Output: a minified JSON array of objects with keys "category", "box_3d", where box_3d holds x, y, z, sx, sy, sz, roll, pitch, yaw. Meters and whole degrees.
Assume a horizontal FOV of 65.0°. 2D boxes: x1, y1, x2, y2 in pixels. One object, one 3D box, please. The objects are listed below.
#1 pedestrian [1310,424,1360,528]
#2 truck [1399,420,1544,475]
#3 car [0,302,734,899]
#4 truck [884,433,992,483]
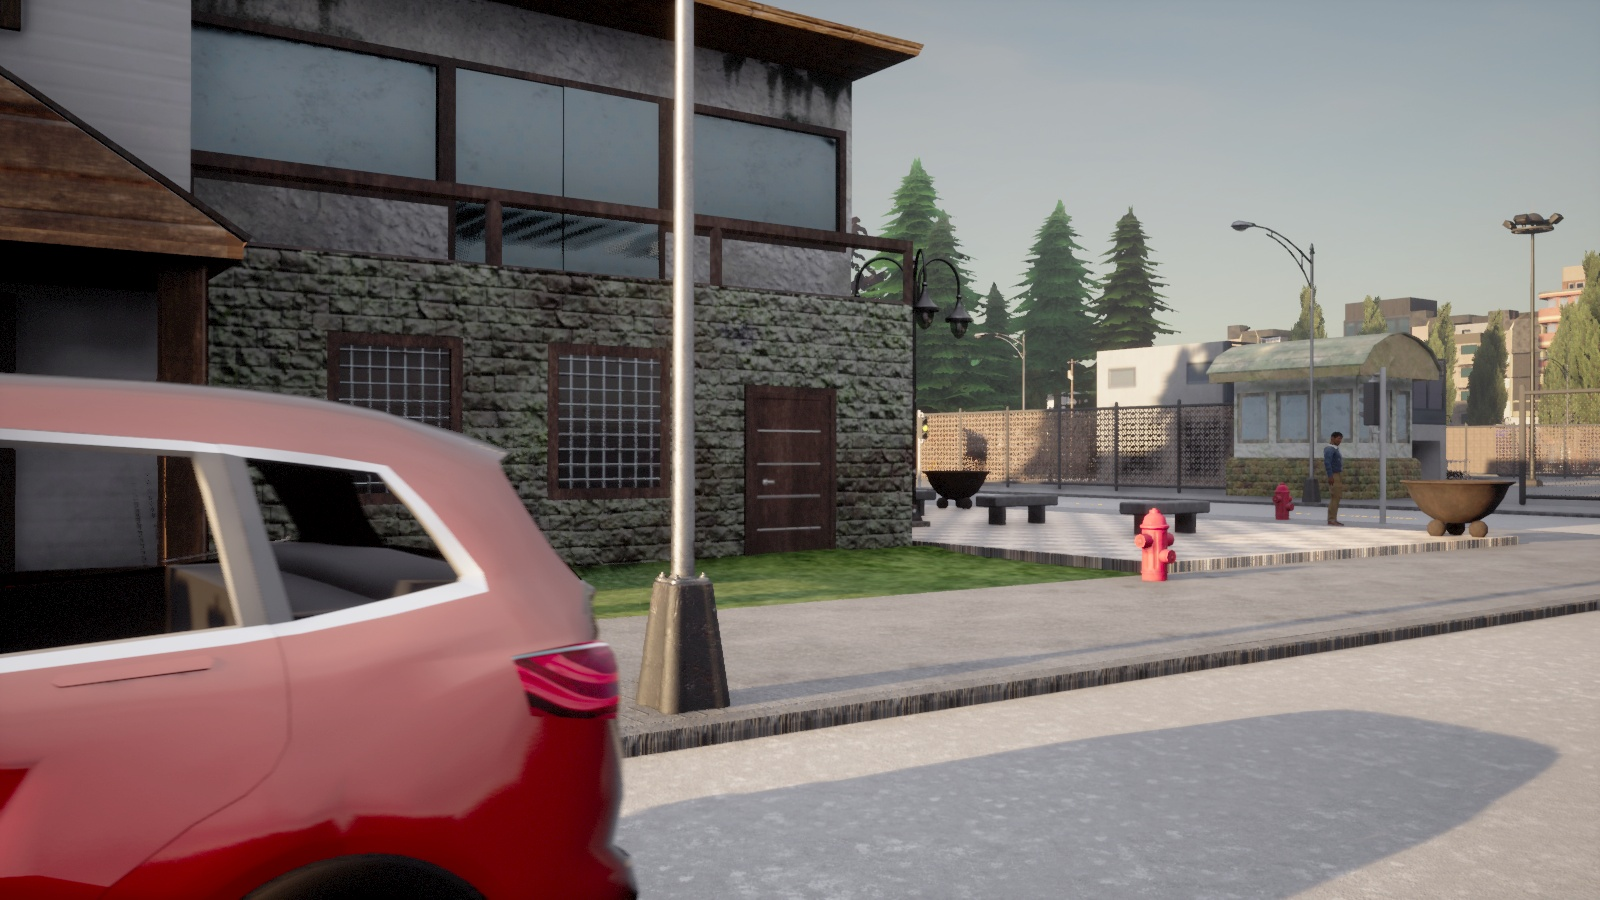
[{"category":"pedestrian","box_3d":[10.221,0.487,24.008,0.788,1.949,0.423,0,0,39]},{"category":"truck","box_3d":[43.819,-0.129,82.113,7.936,3.462,2.891,0,0,42]},{"category":"car","box_3d":[-2.681,0.601,2.402,4.611,1.667,2.242,0,0,-35]},{"category":"truck","box_3d":[7.107,0.400,64.271,5.204,2.467,2.627,0,0,-40]}]
